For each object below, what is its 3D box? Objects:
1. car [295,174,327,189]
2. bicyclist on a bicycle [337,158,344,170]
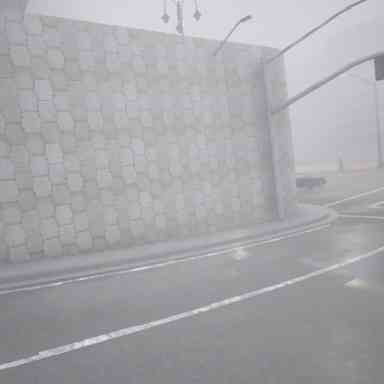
[{"bbox_3d":[10.004,-1.018,30.958,1.895,1.301,4.718,-11,6,-35],"label":"car"},{"bbox_3d":[20.053,-3.826,44.881,1.656,1.620,0.582,-11,6,-35],"label":"bicyclist on a bicycle"}]
